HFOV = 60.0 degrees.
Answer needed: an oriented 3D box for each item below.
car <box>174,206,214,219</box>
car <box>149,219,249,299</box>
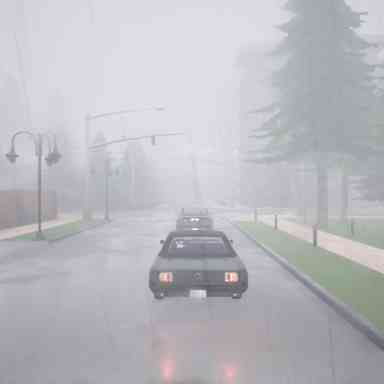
[{"bbox_3d":[0.131,1.505,17.650,1.837,1.490,4.892,0,0,0],"label":"car"},{"bbox_3d":[0.119,1.601,8.388,1.895,1.301,4.718,0,0,0],"label":"car"}]
